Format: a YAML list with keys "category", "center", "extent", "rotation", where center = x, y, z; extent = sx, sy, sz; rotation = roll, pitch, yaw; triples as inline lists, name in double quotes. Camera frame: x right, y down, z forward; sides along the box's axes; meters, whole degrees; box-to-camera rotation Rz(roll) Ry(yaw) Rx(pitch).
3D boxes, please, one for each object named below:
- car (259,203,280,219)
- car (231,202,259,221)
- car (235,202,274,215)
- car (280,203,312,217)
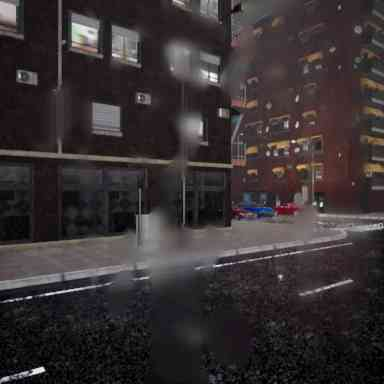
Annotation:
- category: "car"
  center: [5.583, 1.761, 31.947]
  extent: [1.882, 1.535, 5.008]
  rotation: [0, -1, -36]
- category: "car"
  center: [3.681, 1.860, 30.196]
  extent: [1.802, 1.307, 4.206]
  rotation: [-1, 0, -36]
- category: "car"
  center: [7.333, 1.917, 39.395]
  extent: [1.947, 1.339, 4.313]
  rotation: [-1, 0, -36]
- category: "car"
  center: [10.448, 1.826, 35.082]
  extent: [1.887, 1.381, 4.507]
  rotation: [-1, 0, -36]
